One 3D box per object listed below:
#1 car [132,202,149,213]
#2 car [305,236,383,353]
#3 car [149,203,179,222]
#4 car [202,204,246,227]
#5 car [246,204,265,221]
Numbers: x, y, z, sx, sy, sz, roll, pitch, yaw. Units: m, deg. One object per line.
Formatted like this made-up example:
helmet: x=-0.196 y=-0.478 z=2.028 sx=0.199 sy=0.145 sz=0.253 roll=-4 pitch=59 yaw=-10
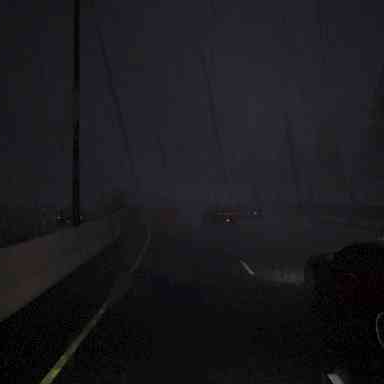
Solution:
car: x=-6.400 y=1.949 z=42.865 sx=1.994 sy=1.385 sz=4.181 roll=0 pitch=-1 yaw=-20
car: x=3.569 y=1.580 z=5.903 sx=1.812 sy=1.442 sz=4.674 roll=0 pitch=0 yaw=-1
car: x=-2.425 y=1.741 z=29.263 sx=1.882 sy=1.535 sz=5.008 roll=0 pitch=-1 yaw=-12
car: x=2.000 y=1.713 z=24.656 sx=2.128 sy=1.511 sz=4.902 roll=0 pitch=-1 yaw=-9
car: x=4.684 y=1.814 z=29.659 sx=2.033 sy=1.411 sz=5.357 roll=0 pitch=-1 yaw=-12
